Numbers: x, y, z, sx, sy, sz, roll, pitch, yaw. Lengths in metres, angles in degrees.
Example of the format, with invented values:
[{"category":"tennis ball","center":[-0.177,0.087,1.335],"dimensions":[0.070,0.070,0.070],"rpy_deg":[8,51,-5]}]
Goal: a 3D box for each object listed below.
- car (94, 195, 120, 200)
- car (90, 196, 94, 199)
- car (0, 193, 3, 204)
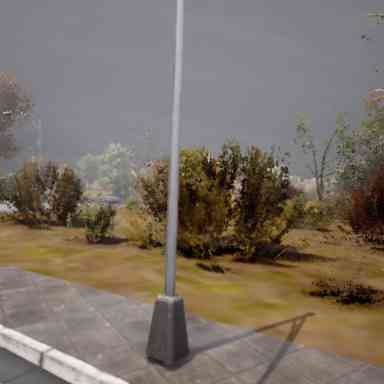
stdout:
[{"category":"car","center":[-13.592,1.322,55.143],"dimensions":[1.812,1.442,4.674],"rpy_deg":[3,-1,19]},{"category":"car","center":[-16.276,1.263,58.065],"dimensions":[2.033,1.411,5.357],"rpy_deg":[3,-1,19]},{"category":"car","center":[-21.060,0.438,33.063],"dimensions":[1.837,1.490,4.892],"rpy_deg":[3,-1,19]}]
